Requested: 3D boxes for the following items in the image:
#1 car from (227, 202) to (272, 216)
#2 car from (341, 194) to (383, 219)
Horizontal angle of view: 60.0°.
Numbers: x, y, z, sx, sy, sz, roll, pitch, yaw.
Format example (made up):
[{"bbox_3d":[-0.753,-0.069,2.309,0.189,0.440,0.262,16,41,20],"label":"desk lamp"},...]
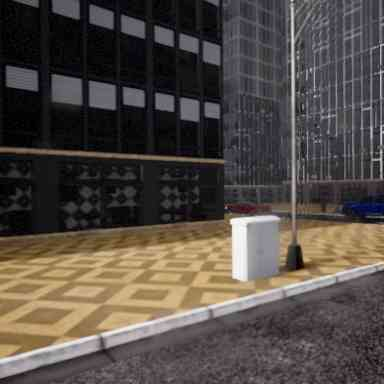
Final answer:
[{"bbox_3d":[5.791,1.646,33.560,1.895,1.301,4.718,-1,0,-35],"label":"car"},{"bbox_3d":[14.901,1.212,26.584,2.150,2.045,5.566,-1,0,-38],"label":"car"}]
